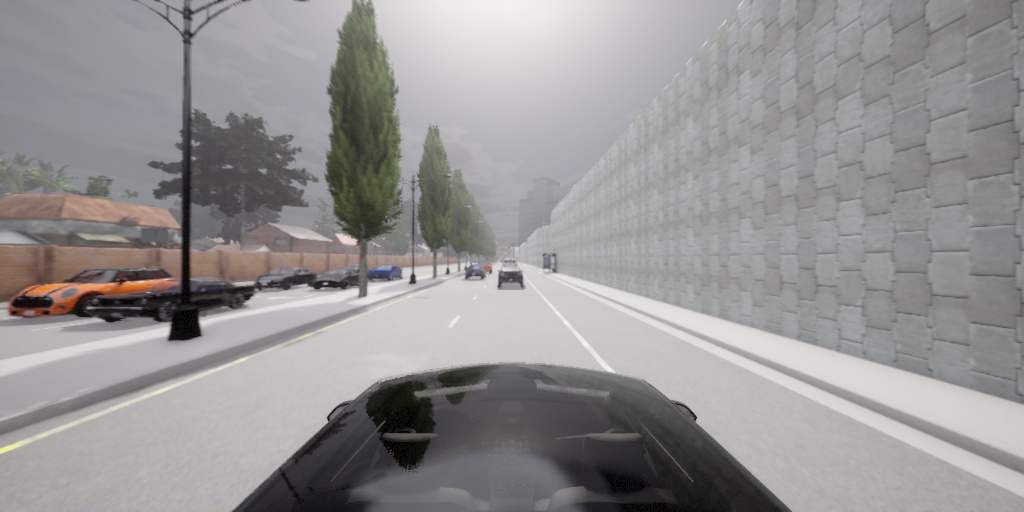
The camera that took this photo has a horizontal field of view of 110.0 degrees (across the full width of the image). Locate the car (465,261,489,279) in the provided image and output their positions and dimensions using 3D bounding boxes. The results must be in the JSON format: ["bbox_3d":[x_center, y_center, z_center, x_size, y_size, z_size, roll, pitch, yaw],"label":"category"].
[{"bbox_3d":[-3.679,1.571,36.554,1.812,1.442,4.674,0,0,0],"label":"car"}]

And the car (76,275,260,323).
[{"bbox_3d":[-11.680,1.453,12.791,1.895,1.301,4.718,0,0,0],"label":"car"}]

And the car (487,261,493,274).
[{"bbox_3d":[-3.795,1.509,49.963,2.097,1.767,4.553,0,-1,0],"label":"car"}]

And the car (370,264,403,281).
[{"bbox_3d":[-11.775,1.506,33.820,1.882,1.535,5.008,0,-1,0],"label":"car"}]

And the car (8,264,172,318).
[{"bbox_3d":[-15.185,1.212,13.517,2.097,1.767,4.553,0,0,0],"label":"car"}]

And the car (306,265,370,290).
[{"bbox_3d":[-11.679,1.561,24.426,1.994,1.385,4.181,0,0,0],"label":"car"}]

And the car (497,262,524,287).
[{"bbox_3d":[-0.099,1.453,26.928,2.128,1.511,4.902,0,0,0],"label":"car"}]

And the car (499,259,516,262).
[{"bbox_3d":[-0.292,1.378,49.827,2.150,2.045,5.566,0,0,-1],"label":"car"}]

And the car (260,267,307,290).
[{"bbox_3d":[-15.178,1.484,24.398,2.128,1.511,4.902,0,0,0],"label":"car"}]
